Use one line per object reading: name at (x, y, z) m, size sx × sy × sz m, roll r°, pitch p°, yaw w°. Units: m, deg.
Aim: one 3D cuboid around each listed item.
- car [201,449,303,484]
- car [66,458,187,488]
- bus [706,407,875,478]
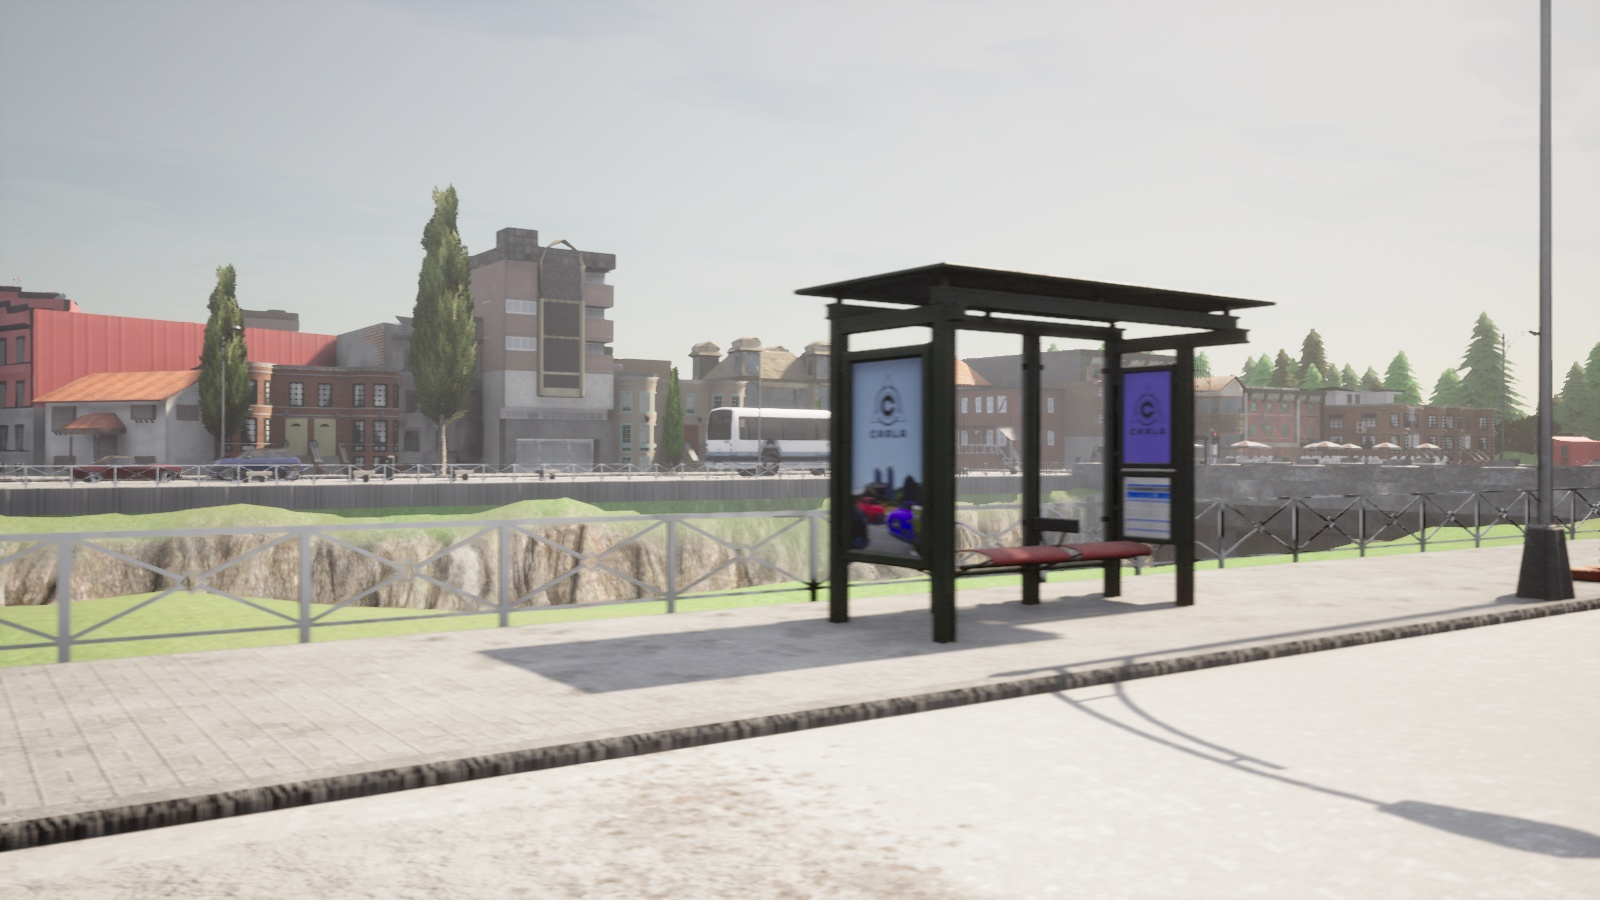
car at (-28.145, 0.821, 64.558) m, size 4.553 × 1.767 × 2.097 m, roll 0°, pitch 0°, yaw -31°
car at (-30.997, 1.053, 57.878) m, size 4.718 × 1.301 × 1.895 m, roll 0°, pitch 0°, yaw -35°
bus at (-0.522, -0.436, 79.101) m, size 10.273 × 4.253 × 3.944 m, roll 0°, pitch 0°, yaw -36°
